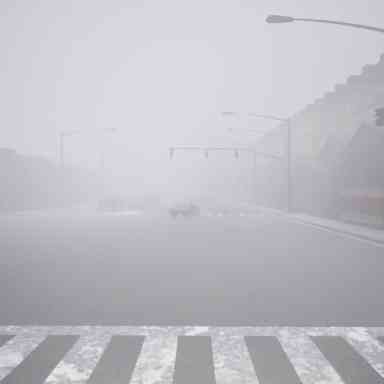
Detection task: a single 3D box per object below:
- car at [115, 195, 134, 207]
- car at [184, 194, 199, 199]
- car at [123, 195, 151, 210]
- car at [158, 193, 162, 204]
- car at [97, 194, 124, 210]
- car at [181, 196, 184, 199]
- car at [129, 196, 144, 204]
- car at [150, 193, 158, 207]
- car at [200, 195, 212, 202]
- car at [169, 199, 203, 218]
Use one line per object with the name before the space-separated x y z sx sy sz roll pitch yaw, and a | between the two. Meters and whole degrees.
car | -10.618 1.352 52.839 2.097 1.767 4.553 0 0 0
car | -0.086 1.490 72.643 1.837 1.490 4.892 0 0 -3
car | -7.118 1.491 43.558 2.128 1.511 4.902 0 0 0
car | -7.107 1.224 63.807 2.150 2.045 5.566 0 0 0
car | -10.605 1.221 43.309 2.150 2.045 5.566 0 0 2
car | -1.256 1.372 82.734 1.837 1.490 4.892 0 0 -17
car | -10.602 1.491 63.908 2.128 1.511 4.902 0 0 0
car | -7.124 1.352 52.503 2.097 1.767 4.553 0 0 0
car | 3.399 1.547 73.968 1.994 1.385 4.181 0 0 -3
car | -0.571 1.601 30.183 1.895 1.301 4.718 0 0 12
